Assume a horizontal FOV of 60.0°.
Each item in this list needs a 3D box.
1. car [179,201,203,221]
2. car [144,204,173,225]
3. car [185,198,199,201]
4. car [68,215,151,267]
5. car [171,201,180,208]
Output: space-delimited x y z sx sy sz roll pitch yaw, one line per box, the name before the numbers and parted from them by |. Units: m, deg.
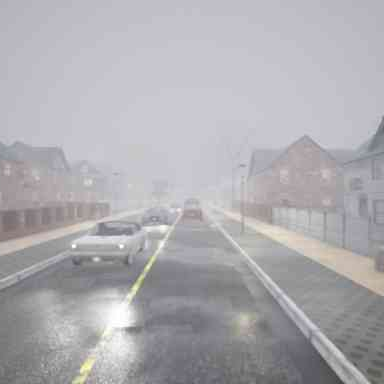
car | 0.051 1.883 31.250 1.882 1.535 5.008 0 -1 0
car | -2.887 1.919 27.476 1.994 1.385 4.181 0 -1 0
car | 0.019 1.768 41.580 2.150 2.045 5.566 0 -1 0
car | -2.866 1.757 12.238 1.895 1.301 4.718 0 -1 0
car | -2.885 2.362 59.694 1.994 1.385 4.181 0 -1 0
